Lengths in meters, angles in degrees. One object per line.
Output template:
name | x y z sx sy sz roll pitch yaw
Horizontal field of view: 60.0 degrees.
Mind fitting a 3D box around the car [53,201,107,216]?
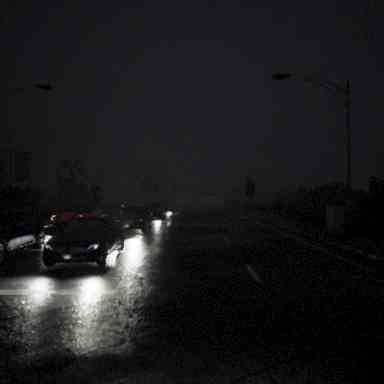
car | -7.109 1.490 20.785 2.097 1.767 4.553 0 0 0

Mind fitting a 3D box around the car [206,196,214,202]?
car | 4.839 2.209 93.761 1.895 1.301 4.718 0 0 4

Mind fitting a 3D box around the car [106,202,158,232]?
car | -3.609 1.631 21.019 2.128 1.511 4.902 0 0 0

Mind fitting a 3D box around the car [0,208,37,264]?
car | -7.105 1.431 11.858 2.097 1.767 4.553 0 0 0

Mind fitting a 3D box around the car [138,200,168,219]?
car | -3.594 1.710 31.105 1.837 1.490 4.892 0 0 0

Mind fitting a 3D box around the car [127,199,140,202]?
car | -7.092 1.616 39.968 2.097 1.767 4.553 0 0 0

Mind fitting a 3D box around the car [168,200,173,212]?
car | -3.568 1.791 43.285 1.837 1.490 4.892 0 0 1

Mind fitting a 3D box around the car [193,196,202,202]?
car | 1.342 2.138 93.932 1.812 1.442 4.674 0 0 4

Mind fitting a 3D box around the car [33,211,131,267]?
car | -3.598 1.605 11.866 1.812 1.442 4.674 0 0 -1

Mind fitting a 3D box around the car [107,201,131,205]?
car | -7.101 1.760 29.671 1.994 1.385 4.181 0 0 0
